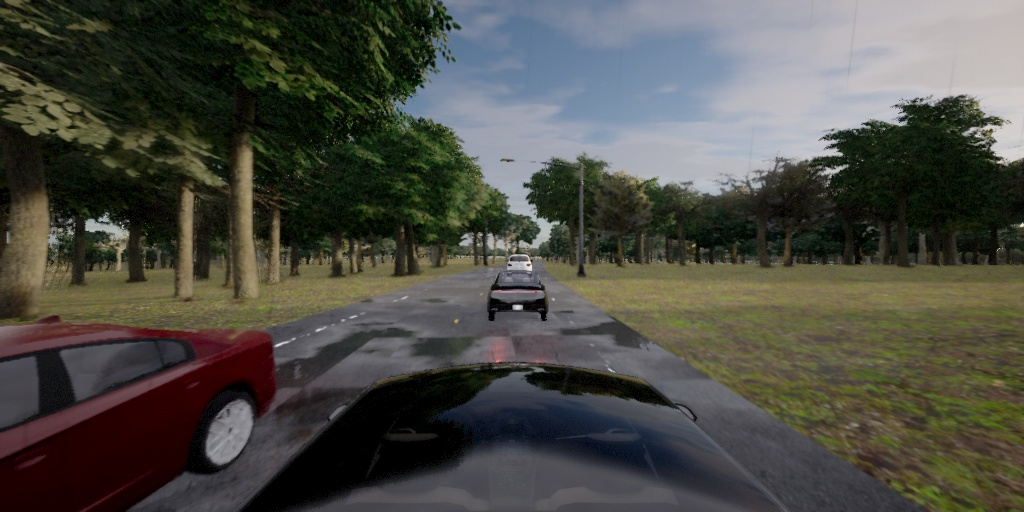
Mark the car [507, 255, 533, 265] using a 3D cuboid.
[{"bbox_3d":[0.709,0.916,32.812,2.150,2.045,5.566,0,0,2],"label":"car"}]

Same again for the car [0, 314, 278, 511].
[{"bbox_3d":[-3.580,1.226,1.949,1.882,1.535,5.008,0,0,0],"label":"car"}]

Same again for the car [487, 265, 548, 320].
[{"bbox_3d":[0.195,1.234,12.567,2.128,1.511,4.902,0,0,1],"label":"car"}]
